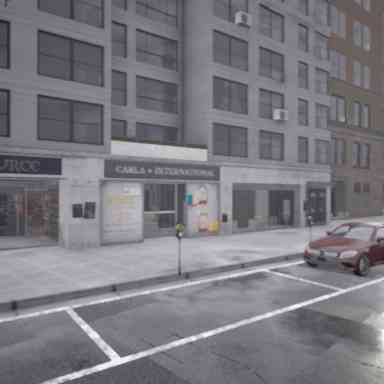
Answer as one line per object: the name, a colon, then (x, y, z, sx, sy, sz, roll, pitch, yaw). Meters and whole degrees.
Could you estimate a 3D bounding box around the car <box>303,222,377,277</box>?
car: (5.228, 1.601, 10.259, 4.206, 1.307, 1.802, 0, 0, -35)

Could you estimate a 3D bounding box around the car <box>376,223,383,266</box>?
car: (6.826, 1.497, 8.235, 5.008, 1.535, 1.882, 0, 0, -35)
